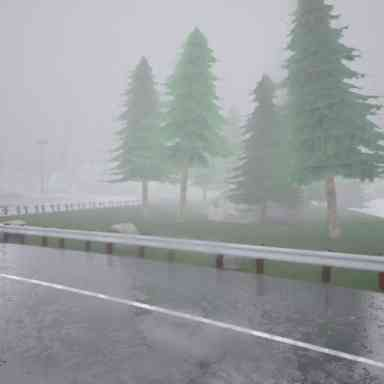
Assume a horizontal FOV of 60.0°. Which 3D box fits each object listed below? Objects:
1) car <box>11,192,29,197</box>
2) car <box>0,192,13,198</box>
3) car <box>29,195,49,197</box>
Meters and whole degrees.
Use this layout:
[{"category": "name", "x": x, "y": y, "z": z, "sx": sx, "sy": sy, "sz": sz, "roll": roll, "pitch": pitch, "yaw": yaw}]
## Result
[{"category": "car", "x": -36.039, "y": 1.360, "z": 72.105, "sx": 2.033, "sy": 1.411, "sz": 5.357, "roll": 0, "pitch": 0, "yaw": 7}, {"category": "car", "x": -39.636, "y": 1.047, "z": 71.845, "sx": 2.150, "sy": 2.045, "sz": 5.566, "roll": 0, "pitch": 0, "yaw": 11}, {"category": "car", "x": -32.508, "y": 1.344, "z": 72.194, "sx": 1.812, "sy": 1.442, "sz": 4.674, "roll": 0, "pitch": 0, "yaw": 7}]
